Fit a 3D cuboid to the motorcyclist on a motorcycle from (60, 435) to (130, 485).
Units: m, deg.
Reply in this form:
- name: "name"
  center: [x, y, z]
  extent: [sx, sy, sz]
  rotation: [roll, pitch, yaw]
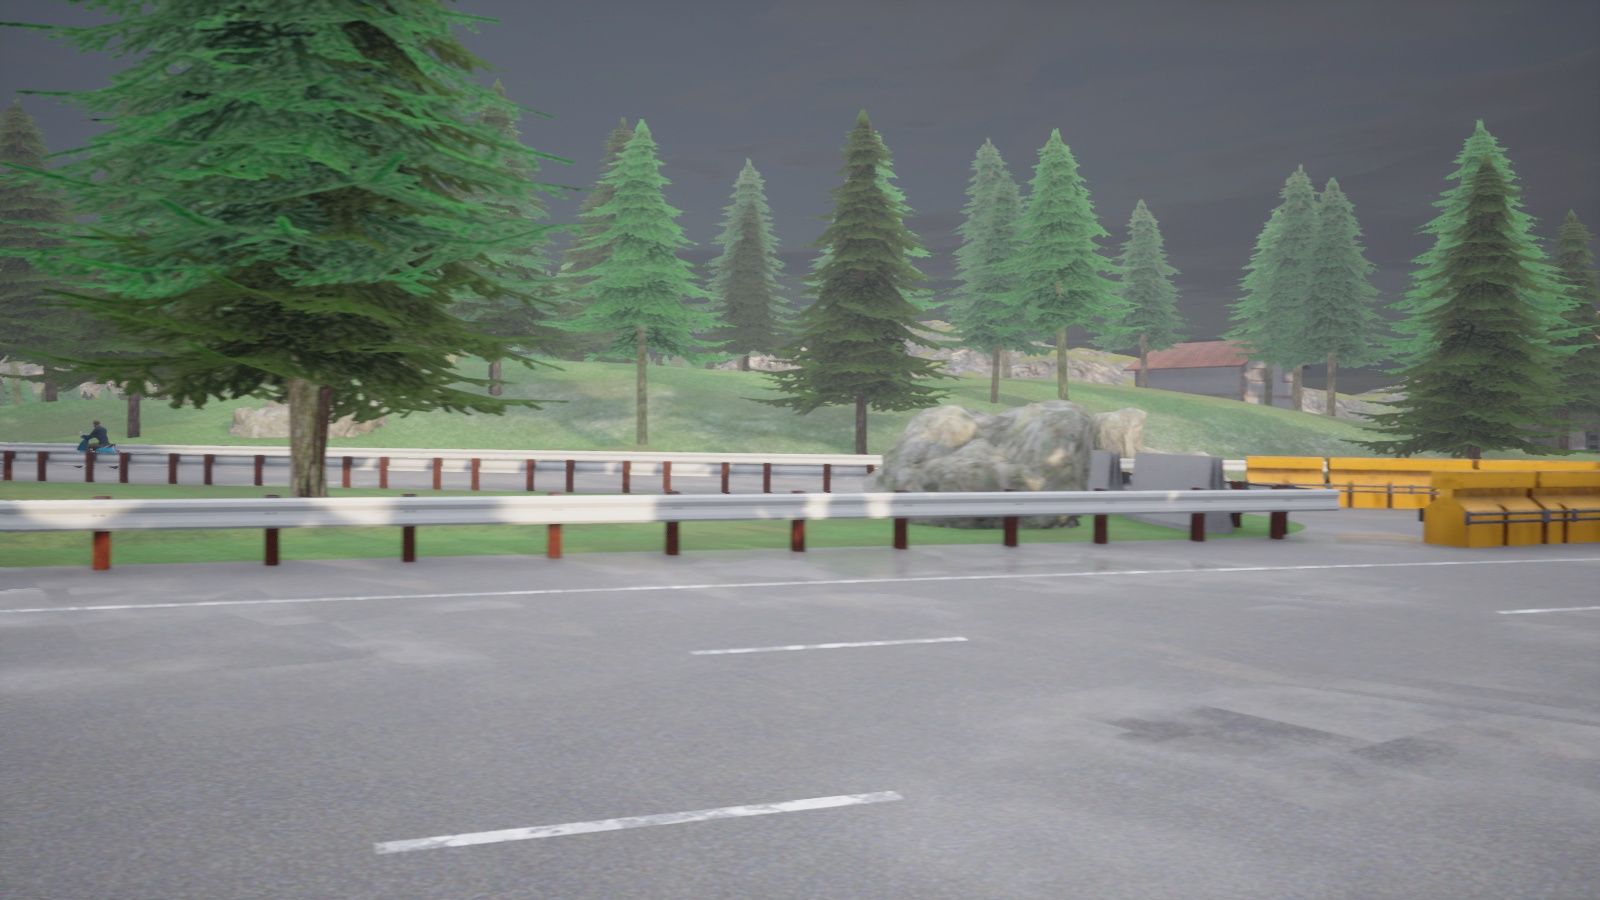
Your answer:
- name: "motorcyclist on a motorcycle"
  center: [-22.765, 0.323, 40.584]
  extent: [1.817, 1.590, 0.866]
  rotation: [0, 1, 11]
